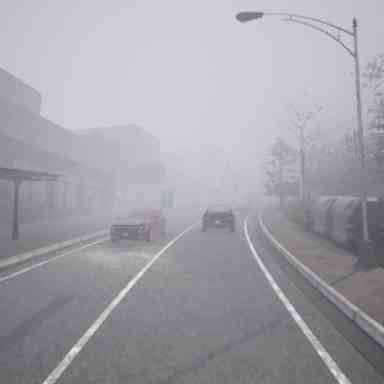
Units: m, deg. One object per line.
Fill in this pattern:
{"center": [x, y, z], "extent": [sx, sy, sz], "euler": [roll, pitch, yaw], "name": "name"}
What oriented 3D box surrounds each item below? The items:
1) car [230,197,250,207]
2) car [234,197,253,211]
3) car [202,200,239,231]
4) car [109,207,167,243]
{"center": [8.225, 1.611, 57.122], "extent": [2.128, 1.511, 4.902], "euler": [-2, -1, 24], "name": "car"}
{"center": [6.346, 1.560, 41.218], "extent": [1.812, 1.442, 4.674], "euler": [-2, 0, 17], "name": "car"}
{"center": [1.781, 1.516, 20.865], "extent": [1.882, 1.535, 5.008], "euler": [-1, 0, 8], "name": "car"}
{"center": [-2.518, 1.549, 16.639], "extent": [1.882, 1.535, 5.008], "euler": [-1, 0, 7], "name": "car"}
